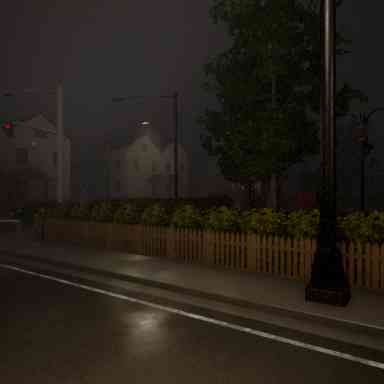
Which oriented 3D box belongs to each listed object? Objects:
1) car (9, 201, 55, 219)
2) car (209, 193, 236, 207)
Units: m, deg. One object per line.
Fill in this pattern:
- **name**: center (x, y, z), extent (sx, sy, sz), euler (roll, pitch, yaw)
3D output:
- **car**: center (-13.607, 1.526, 29.386), extent (1.812, 1.442, 4.674), euler (0, 0, 35)
- **car**: center (4.354, 1.221, 48.768), extent (2.150, 2.045, 5.566), euler (0, 0, 35)
